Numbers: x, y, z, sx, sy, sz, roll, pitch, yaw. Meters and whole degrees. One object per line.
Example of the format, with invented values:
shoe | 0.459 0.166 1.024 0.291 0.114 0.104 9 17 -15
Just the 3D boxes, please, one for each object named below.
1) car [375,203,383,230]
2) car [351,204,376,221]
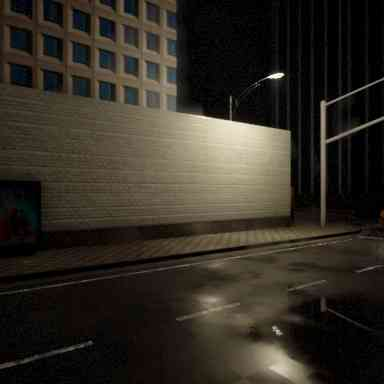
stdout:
car | 11.955 1.495 18.466 1.882 1.535 5.008 2 0 18
car | 15.530 1.597 26.263 2.033 1.411 5.357 0 0 -40
